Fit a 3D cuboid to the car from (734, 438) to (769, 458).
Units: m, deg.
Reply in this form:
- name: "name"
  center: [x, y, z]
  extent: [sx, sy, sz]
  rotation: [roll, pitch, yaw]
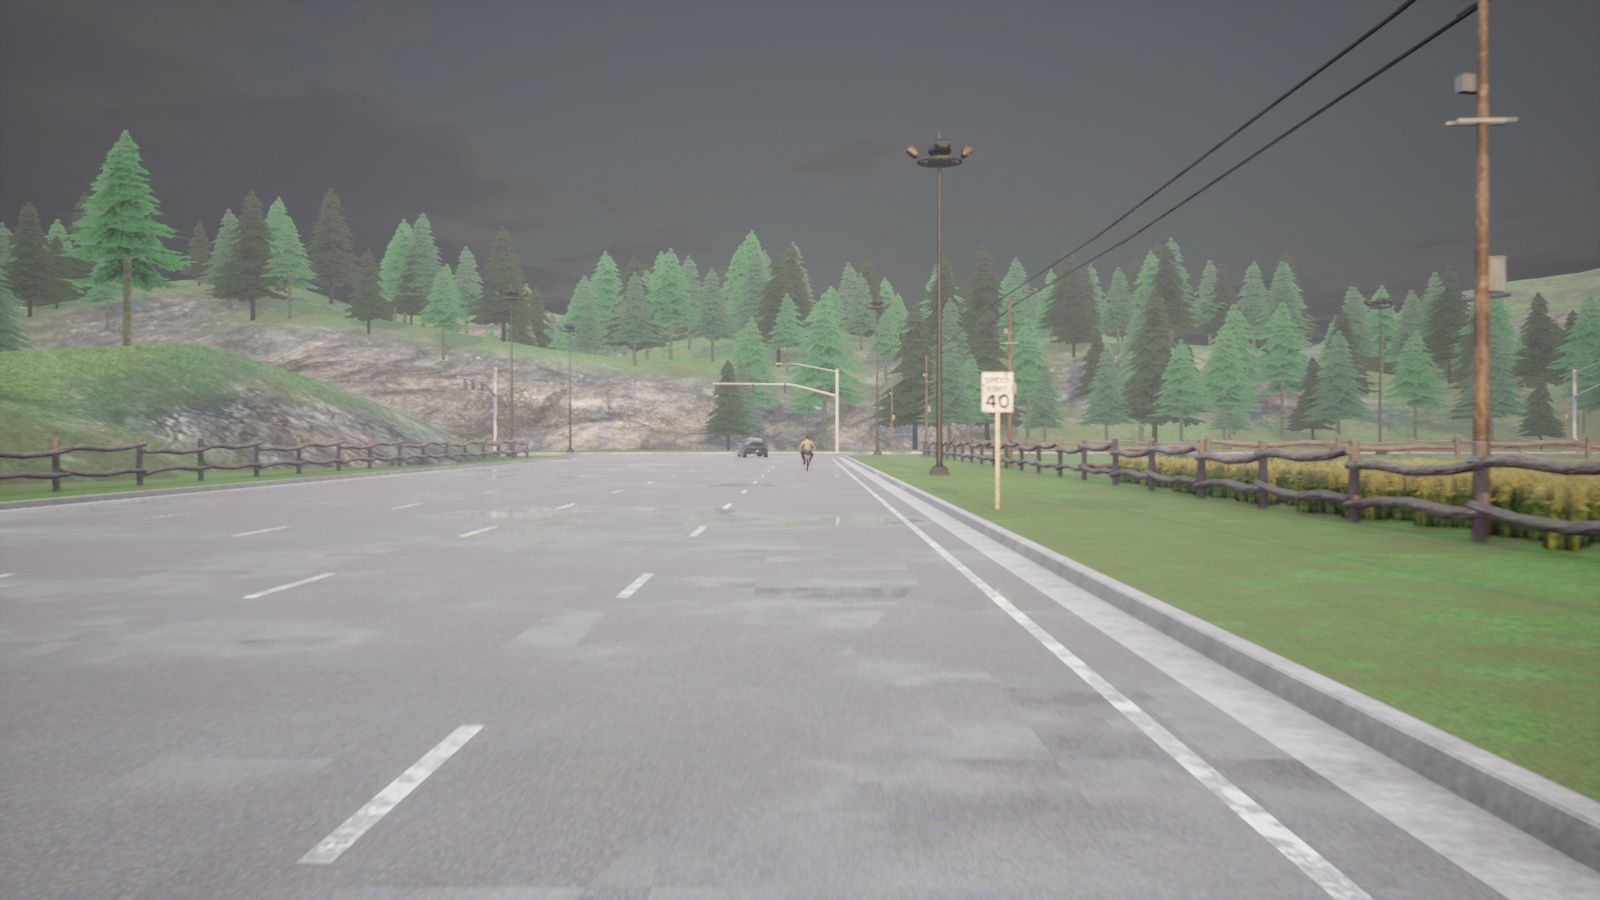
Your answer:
- name: "car"
  center: [-3.687, -0.169, 94.735]
  extent: [1.837, 1.490, 4.892]
  rotation: [1, 0, -12]
